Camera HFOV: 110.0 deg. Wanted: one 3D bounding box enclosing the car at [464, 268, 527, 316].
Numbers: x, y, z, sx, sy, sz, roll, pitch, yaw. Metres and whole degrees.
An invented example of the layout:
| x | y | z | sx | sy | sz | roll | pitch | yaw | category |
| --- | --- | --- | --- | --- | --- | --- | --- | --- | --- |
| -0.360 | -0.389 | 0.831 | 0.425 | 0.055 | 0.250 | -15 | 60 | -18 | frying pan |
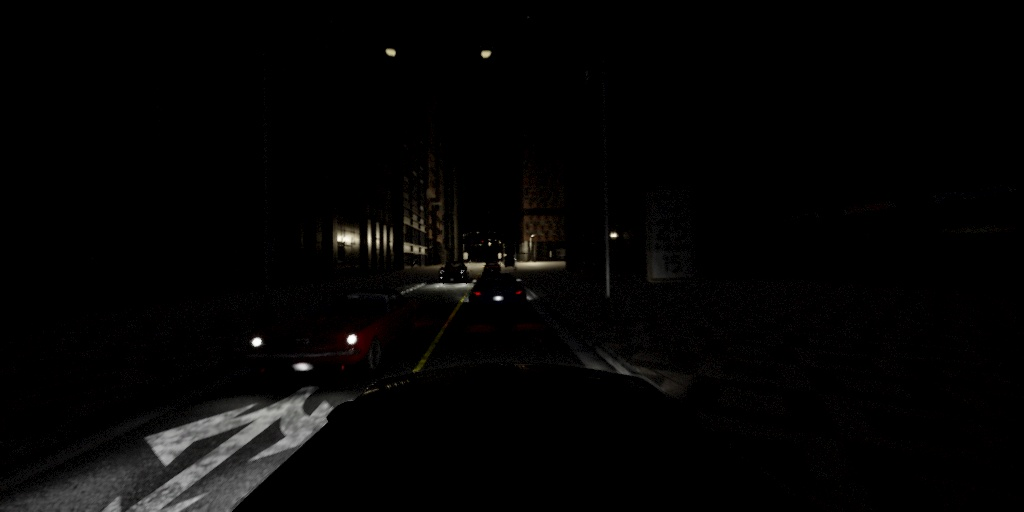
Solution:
| x | y | z | sx | sy | sz | roll | pitch | yaw | category |
| --- | --- | --- | --- | --- | --- | --- | --- | --- | --- |
| -0.558 | 1.345 | 13.595 | 1.994 | 1.385 | 4.181 | -1 | 0 | -3 | car |

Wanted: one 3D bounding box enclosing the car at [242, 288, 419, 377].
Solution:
| x | y | z | sx | sy | sz | roll | pitch | yaw | category |
| --- | --- | --- | --- | --- | --- | --- | --- | --- | --- |
| -3.380 | 1.417 | 7.760 | 1.895 | 1.301 | 4.718 | -1 | 0 | -4 | car |

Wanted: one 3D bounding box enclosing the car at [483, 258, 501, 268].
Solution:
| x | y | z | sx | sy | sz | roll | pitch | yaw | category |
| --- | --- | --- | --- | --- | --- | --- | --- | --- | --- |
| -2.191 | 1.341 | 39.763 | 1.882 | 1.535 | 5.008 | -1 | 0 | -3 | car |

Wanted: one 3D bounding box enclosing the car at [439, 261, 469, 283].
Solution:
| x | y | z | sx | sy | sz | roll | pitch | yaw | category |
| --- | --- | --- | --- | --- | --- | --- | --- | --- | --- |
| -4.716 | 1.236 | 29.573 | 2.097 | 1.767 | 4.553 | -1 | 0 | -3 | car |

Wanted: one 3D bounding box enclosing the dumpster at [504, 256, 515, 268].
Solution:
| x | y | z | sx | sy | sz | roll | pitch | yaw | category |
| --- | --- | --- | --- | --- | --- | --- | --- | --- | --- |
| -0.428 | 1.277 | 61.206 | 1.020 | 1.700 | 1.940 | 0 | 0 | -4 | dumpster |
